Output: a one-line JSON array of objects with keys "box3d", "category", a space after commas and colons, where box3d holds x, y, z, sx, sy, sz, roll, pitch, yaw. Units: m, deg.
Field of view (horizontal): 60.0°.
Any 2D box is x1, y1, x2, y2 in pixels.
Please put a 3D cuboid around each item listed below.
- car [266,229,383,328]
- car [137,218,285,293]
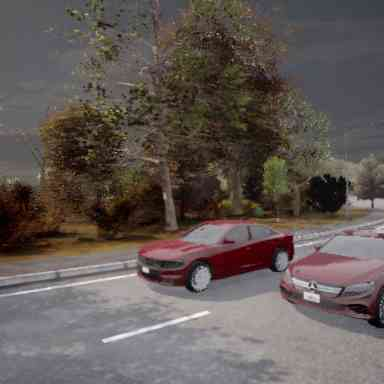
[{"box3d": [3.862, 1.571, 7.243, 4.674, 1.442, 1.812, 0, -1, -40], "category": "car"}, {"box3d": [0.856, 1.541, 9.273, 5.008, 1.535, 1.882, 1, -1, -40], "category": "car"}]
